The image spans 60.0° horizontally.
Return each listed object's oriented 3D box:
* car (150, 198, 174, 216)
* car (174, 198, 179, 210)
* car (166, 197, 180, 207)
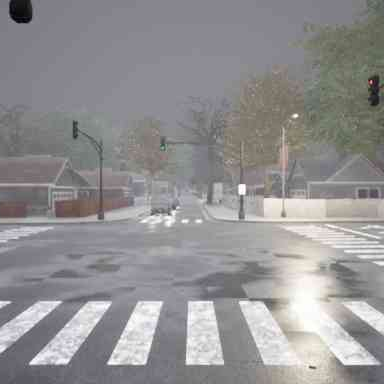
[{"bbox_3d":[-3.039,1.517,33.377,1.837,1.490,4.892,0,0,-2],"label":"car"},{"bbox_3d":[-3.046,1.498,43.210,1.882,1.535,5.008,0,0,0],"label":"car"},{"bbox_3d":[-3.049,1.595,53.510,1.994,1.385,4.181,0,0,0],"label":"car"}]
